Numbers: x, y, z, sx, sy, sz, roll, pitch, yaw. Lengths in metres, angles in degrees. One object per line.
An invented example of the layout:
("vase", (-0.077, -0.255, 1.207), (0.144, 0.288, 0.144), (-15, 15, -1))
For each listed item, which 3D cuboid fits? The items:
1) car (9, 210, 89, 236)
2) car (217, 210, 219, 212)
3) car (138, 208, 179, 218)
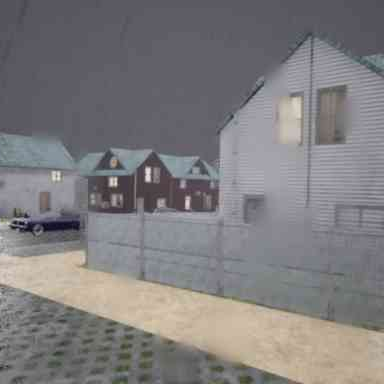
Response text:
("car", (-8.315, 1.801, 20.146), (1.895, 1.301, 4.718), (2, 0, 36))
("car", (4.655, 2.189, 37.732), (1.837, 1.490, 4.892), (2, 0, 37))
("car", (-2.461, 2.017, 28.111), (1.895, 1.301, 4.718), (2, 0, 36))
